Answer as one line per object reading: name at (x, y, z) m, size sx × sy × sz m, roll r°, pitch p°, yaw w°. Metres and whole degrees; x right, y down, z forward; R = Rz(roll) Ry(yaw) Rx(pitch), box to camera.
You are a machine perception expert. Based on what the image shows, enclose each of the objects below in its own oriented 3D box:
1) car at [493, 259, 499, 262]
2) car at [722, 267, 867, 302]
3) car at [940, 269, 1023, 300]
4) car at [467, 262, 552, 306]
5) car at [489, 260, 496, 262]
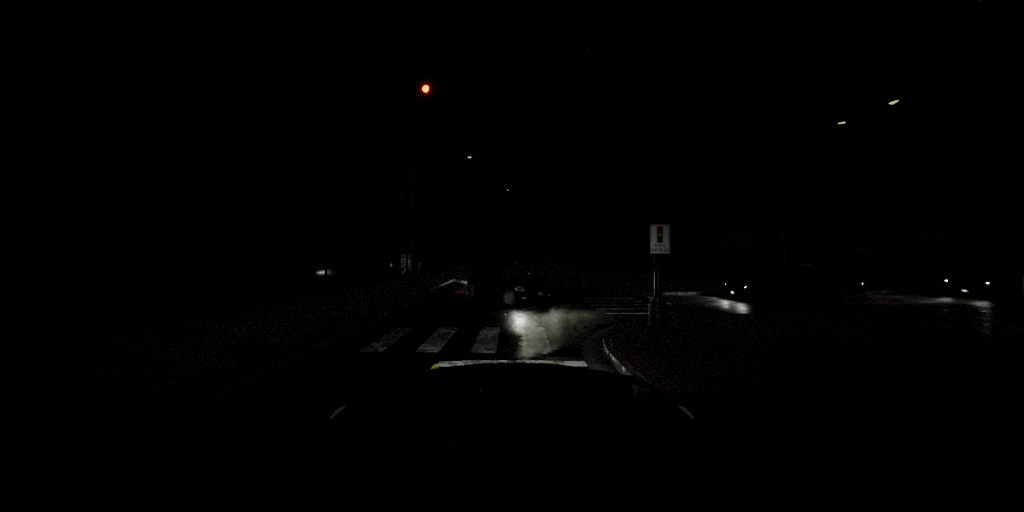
car at (-2.848, 1.285, 55.196) m, size 1.837 × 1.490 × 4.892 m, roll 0°, pitch -1°, yaw 0°
car at (12.451, 1.218, 15.951) m, size 5.357 × 1.411 × 2.033 m, roll 0°, pitch 0°, yaw 0°
car at (22.375, 1.219, 15.987) m, size 4.718 × 1.301 × 1.895 m, roll 0°, pitch 0°, yaw 0°
car at (-0.276, 1.226, 16.200) m, size 1.882 × 1.535 × 5.008 m, roll -1°, pitch 0°, yaw -33°
car at (-2.867, 1.303, 32.462) m, size 2.033 × 1.411 × 5.357 m, roll 0°, pitch 0°, yaw 0°
